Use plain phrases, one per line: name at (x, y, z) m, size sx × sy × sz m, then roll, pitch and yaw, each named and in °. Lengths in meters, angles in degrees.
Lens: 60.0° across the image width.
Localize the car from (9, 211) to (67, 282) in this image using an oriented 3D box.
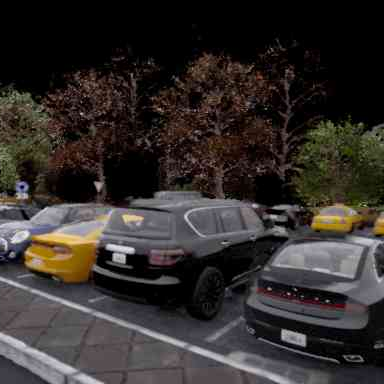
car at (-1.890, 1.365, 9.186) m, size 2.097 × 1.535 × 5.008 m, roll 1°, pitch 1°, yaw 36°

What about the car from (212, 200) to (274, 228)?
car at (3.404, 1.334, 21.519) m, size 2.002 × 1.452 × 4.674 m, roll 2°, pitch 1°, yaw 36°

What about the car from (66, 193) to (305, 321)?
car at (0.392, 1.166, 7.568) m, size 2.435 × 2.045 × 5.566 m, roll 1°, pitch 1°, yaw 36°

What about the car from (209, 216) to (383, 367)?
car at (2.624, 1.462, 5.901) m, size 2.231 × 1.521 × 4.892 m, roll 1°, pitch 1°, yaw 36°

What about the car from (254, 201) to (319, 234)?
car at (5.774, 1.389, 19.828) m, size 2.163 × 1.488 × 4.792 m, roll 2°, pitch 1°, yaw 36°

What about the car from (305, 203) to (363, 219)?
car at (8.124, 1.409, 18.312) m, size 1.946 × 1.575 × 5.366 m, roll 1°, pitch 1°, yaw 36°

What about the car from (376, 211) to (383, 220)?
car at (10.385, 1.452, 16.668) m, size 1.946 × 1.575 × 5.366 m, roll 1°, pitch 1°, yaw 36°

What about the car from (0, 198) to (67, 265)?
car at (-4.113, 1.178, 10.849) m, size 2.185 × 1.767 × 4.553 m, roll 2°, pitch 1°, yaw 36°

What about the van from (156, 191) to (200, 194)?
van at (-1.080, 0.934, 24.621) m, size 1.878 × 1.987 × 4.442 m, roll 2°, pitch 2°, yaw 36°

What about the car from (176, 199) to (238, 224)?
car at (1.153, 1.265, 23.157) m, size 2.002 × 1.452 × 4.674 m, roll 2°, pitch 1°, yaw 36°

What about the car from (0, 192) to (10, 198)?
car at (-23.096, 1.066, 40.433) m, size 2.097 × 1.535 × 5.008 m, roll 2°, pitch 1°, yaw 36°
